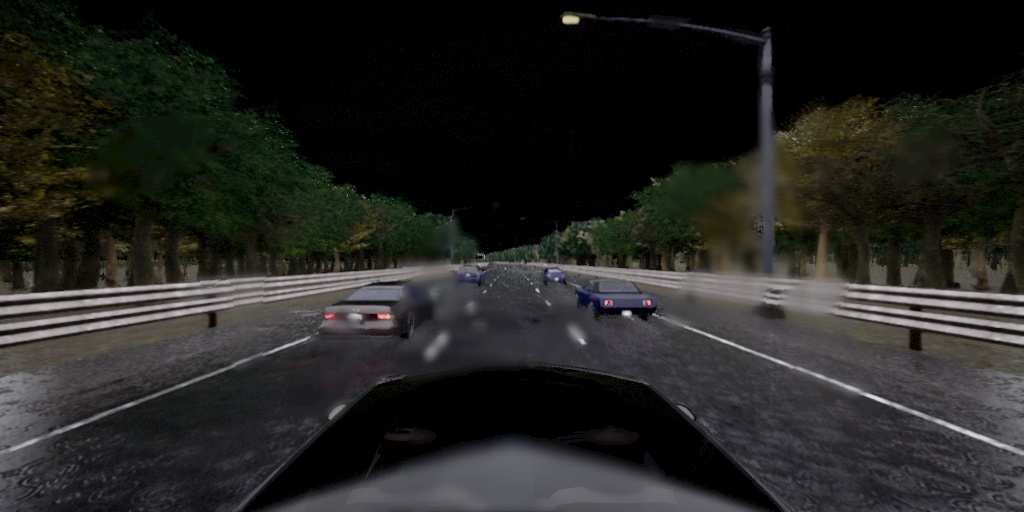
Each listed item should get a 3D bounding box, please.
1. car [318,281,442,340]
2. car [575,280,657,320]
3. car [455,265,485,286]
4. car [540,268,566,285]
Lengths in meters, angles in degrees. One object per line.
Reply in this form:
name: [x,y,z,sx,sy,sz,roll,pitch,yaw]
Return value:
car: [-3.407,1.431,10.368,2.033,1.411,5.357,0,-1,0]
car: [3.594,1.531,13.424,1.895,1.301,4.718,0,-1,0]
car: [-3.411,1.531,29.977,2.097,1.767,4.553,0,-1,0]
car: [3.590,1.723,31.194,1.812,1.442,4.674,0,-1,0]
